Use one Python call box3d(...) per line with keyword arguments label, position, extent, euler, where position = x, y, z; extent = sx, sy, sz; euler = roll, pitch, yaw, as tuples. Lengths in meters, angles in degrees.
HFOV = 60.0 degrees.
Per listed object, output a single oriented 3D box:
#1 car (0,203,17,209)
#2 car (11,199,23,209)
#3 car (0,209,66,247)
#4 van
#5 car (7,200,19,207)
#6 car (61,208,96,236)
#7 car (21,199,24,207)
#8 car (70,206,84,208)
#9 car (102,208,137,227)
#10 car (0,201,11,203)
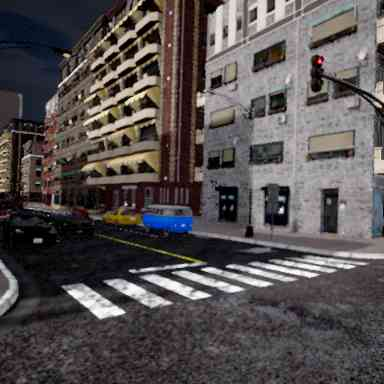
box3d(label="car", position=(-15.344, 1.794, 26.194), extent=(1.802, 1.307, 4.206), euler=(2, -2, -36))
box3d(label="car", position=(-22.008, 1.919, 39.707), extent=(1.837, 1.490, 4.892), euler=(3, -2, -36))
box3d(label="car", position=(-7.573, 1.645, 15.368), extent=(1.947, 1.339, 4.313), euler=(2, -2, -36))
box3d(label="van", position=(-1.601, 1.738, 20.992), extent=(1.690, 1.788, 3.998), euler=(2, -2, -36))
box3d(label="car", position=(-38.501, 2.543, 71.475), extent=(1.752, 1.417, 4.829), euler=(2, -2, -36))
box3d(label="car", position=(-7.287, 1.814, 19.550), extent=(1.895, 1.301, 4.718), euler=(3, -2, -36))
box3d(label="car", position=(-35.180, 2.271, 66.806), extent=(2.192, 1.841, 5.009), euler=(2, -2, -36))
box3d(label="car", position=(-12.250, 2.147, 35.336), extent=(1.802, 1.307, 4.206), euler=(2, -2, -36))
box3d(label="car", position=(-5.723, 1.987, 26.541), extent=(1.752, 1.417, 4.829), euler=(2, -2, -36))
box3d(label="car", position=(-18.607, 1.583, 30.701), extent=(2.192, 1.841, 5.009), euler=(2, -2, -36))
